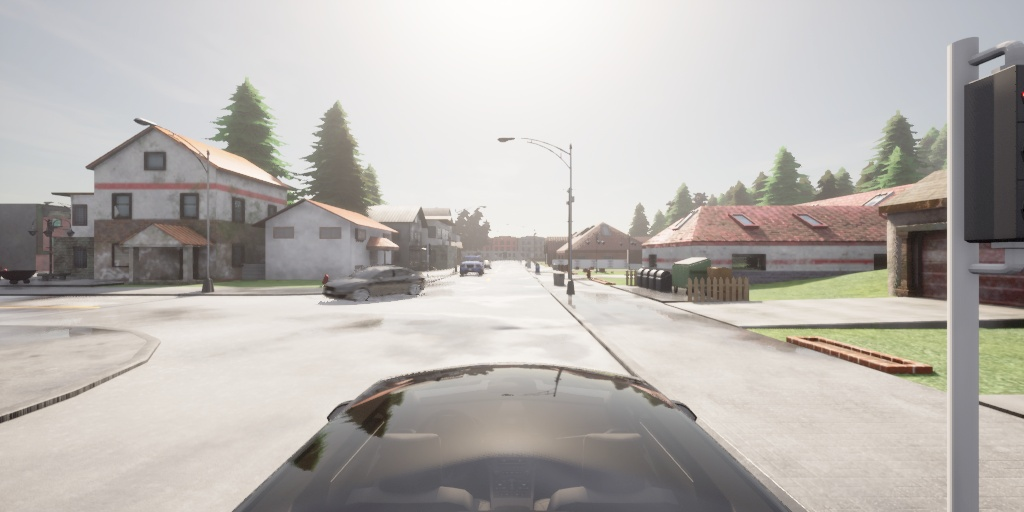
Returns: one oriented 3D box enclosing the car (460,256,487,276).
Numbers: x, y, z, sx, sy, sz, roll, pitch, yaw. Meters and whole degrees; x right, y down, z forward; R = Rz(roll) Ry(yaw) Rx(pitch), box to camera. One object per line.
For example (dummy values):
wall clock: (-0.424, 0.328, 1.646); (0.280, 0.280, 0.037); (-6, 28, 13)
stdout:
car: (-4.099, 0.972, 37.442); (2.150, 2.045, 5.566); (0, 0, -1)

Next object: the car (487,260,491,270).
car: (-4.069, 1.313, 52.588); (1.994, 1.385, 4.181); (0, 0, 0)

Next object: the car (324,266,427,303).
car: (-6.271, 1.256, 17.009); (1.837, 1.490, 4.892); (4, 2, 34)
